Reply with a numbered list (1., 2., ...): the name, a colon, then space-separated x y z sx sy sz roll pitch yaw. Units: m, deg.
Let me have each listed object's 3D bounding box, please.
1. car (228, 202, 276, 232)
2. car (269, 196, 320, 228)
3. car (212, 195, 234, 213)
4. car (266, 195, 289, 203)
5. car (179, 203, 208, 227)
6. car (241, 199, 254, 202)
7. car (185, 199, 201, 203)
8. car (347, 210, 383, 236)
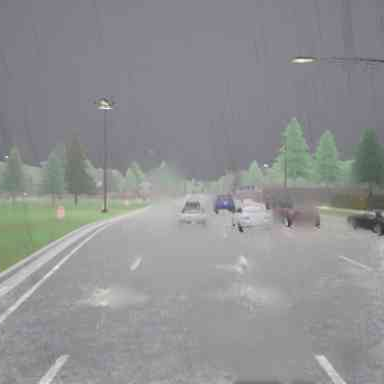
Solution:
1. car: 3.585 1.577 20.581 1.812 1.442 4.674 0 0 0
2. car: 7.092 1.410 23.027 2.097 1.767 4.553 0 0 0
3. car: 3.585 1.319 38.016 2.150 2.045 5.566 0 0 0
4. car: 10.581 1.325 40.872 2.150 2.045 5.566 0 0 0
5. car: 0.092 1.659 23.152 1.895 1.301 4.718 0 0 0
6. car: 7.075 1.632 42.649 1.812 1.442 4.674 0 0 0
7. car: 0.084 1.584 42.797 1.882 1.535 5.008 0 0 0
8. car: 10.519 1.648 18.543 1.895 1.301 4.718 0 0 1
